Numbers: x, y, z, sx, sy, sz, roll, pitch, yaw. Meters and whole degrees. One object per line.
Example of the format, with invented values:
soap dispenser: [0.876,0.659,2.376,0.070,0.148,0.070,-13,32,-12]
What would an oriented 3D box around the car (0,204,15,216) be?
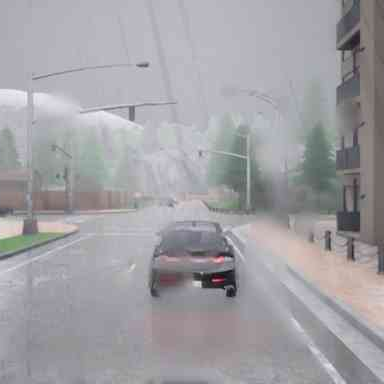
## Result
car: [-18.663,1.560,29.686,4.718,1.301,1.895,0,0,-2]

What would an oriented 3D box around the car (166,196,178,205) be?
car: [-3.584,1.471,60.570,1.812,1.442,4.674,0,0,0]

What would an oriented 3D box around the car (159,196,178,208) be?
car: [-3.609,1.448,47.846,2.128,1.511,4.902,0,0,0]

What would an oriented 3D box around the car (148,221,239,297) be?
car: [0.052,1.484,8.534,2.128,1.511,4.902,0,0,0]
